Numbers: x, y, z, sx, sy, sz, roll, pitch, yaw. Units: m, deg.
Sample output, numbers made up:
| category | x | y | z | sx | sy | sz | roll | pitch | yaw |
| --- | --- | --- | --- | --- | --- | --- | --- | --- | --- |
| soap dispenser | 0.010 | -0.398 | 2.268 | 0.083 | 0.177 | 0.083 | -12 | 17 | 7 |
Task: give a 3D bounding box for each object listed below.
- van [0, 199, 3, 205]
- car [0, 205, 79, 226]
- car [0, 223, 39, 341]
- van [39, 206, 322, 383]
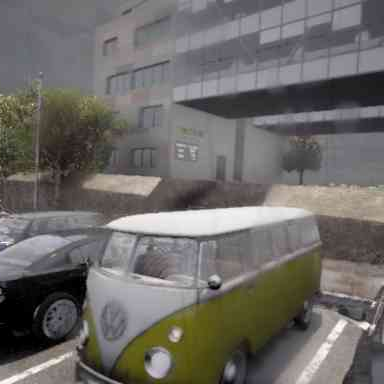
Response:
| category | x | y | z | sx | sy | sz | roll | pitch | yaw |
| --- | --- | --- | --- | --- | --- | --- | --- | --- | --- |
| van | -8.519 | 1.164 | 11.503 | 1.878 | 1.987 | 4.442 | 0 | 0 | 36 |
| car | -4.023 | 1.302 | 8.189 | 2.185 | 1.767 | 4.553 | 0 | 0 | 36 |
| car | -1.871 | 1.445 | 6.610 | 2.097 | 1.535 | 5.008 | 0 | 0 | 36 |
| van | 0.441 | 1.238 | 4.823 | 1.878 | 1.987 | 4.442 | 0 | 0 | 36 |
